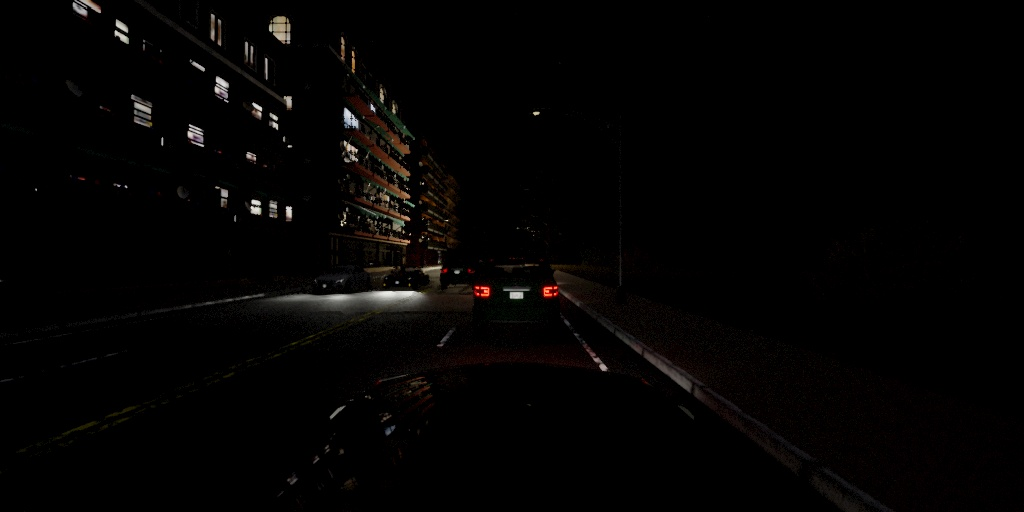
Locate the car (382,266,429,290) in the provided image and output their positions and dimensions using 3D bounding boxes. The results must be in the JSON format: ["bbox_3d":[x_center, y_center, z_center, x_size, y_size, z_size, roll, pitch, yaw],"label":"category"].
[{"bbox_3d":[-6.543,1.324,22.405,1.994,1.385,4.181,0,0,0],"label":"car"}]

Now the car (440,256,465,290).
[{"bbox_3d":[-3.091,0.985,22.872,2.150,2.045,5.566,0,0,0],"label":"car"}]

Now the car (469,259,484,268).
[{"bbox_3d":[-6.372,1.322,64.542,2.033,1.411,5.357,0,0,1],"label":"car"}]

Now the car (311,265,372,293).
[{"bbox_3d":[-9.784,1.286,21.039,1.812,1.442,4.674,0,0,0],"label":"car"}]

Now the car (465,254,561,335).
[{"bbox_3d":[0.118,0.976,10.706,2.150,2.045,5.566,0,0,0],"label":"car"}]

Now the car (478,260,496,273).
[{"bbox_3d":[-3.032,1.295,44.550,1.812,1.442,4.674,0,0,0],"label":"car"}]
